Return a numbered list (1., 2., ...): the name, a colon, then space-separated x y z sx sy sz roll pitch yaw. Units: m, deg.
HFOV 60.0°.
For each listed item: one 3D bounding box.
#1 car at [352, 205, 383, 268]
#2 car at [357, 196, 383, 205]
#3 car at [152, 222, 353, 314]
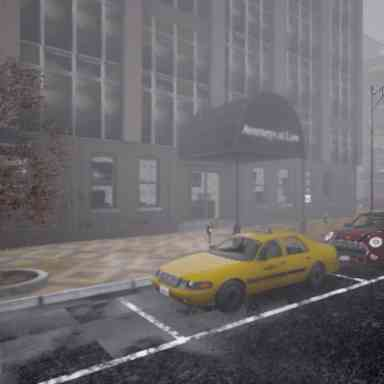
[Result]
1. car: 6.117 1.401 10.908 4.097 1.590 1.967 0 1 -35
2. car: 19.267 1.136 34.495 1.887 1.381 4.507 2 0 -36
3. car: 1.451 1.506 7.583 4.829 1.417 1.752 0 1 -35
